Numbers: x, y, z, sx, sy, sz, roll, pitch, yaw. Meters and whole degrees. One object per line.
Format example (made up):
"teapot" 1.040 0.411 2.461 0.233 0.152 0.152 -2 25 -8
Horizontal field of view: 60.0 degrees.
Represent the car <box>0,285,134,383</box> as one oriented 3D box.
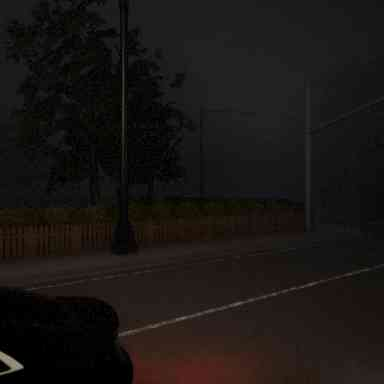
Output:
"car" -2.776 1.505 2.001 4.892 1.490 1.837 0 0 -35
